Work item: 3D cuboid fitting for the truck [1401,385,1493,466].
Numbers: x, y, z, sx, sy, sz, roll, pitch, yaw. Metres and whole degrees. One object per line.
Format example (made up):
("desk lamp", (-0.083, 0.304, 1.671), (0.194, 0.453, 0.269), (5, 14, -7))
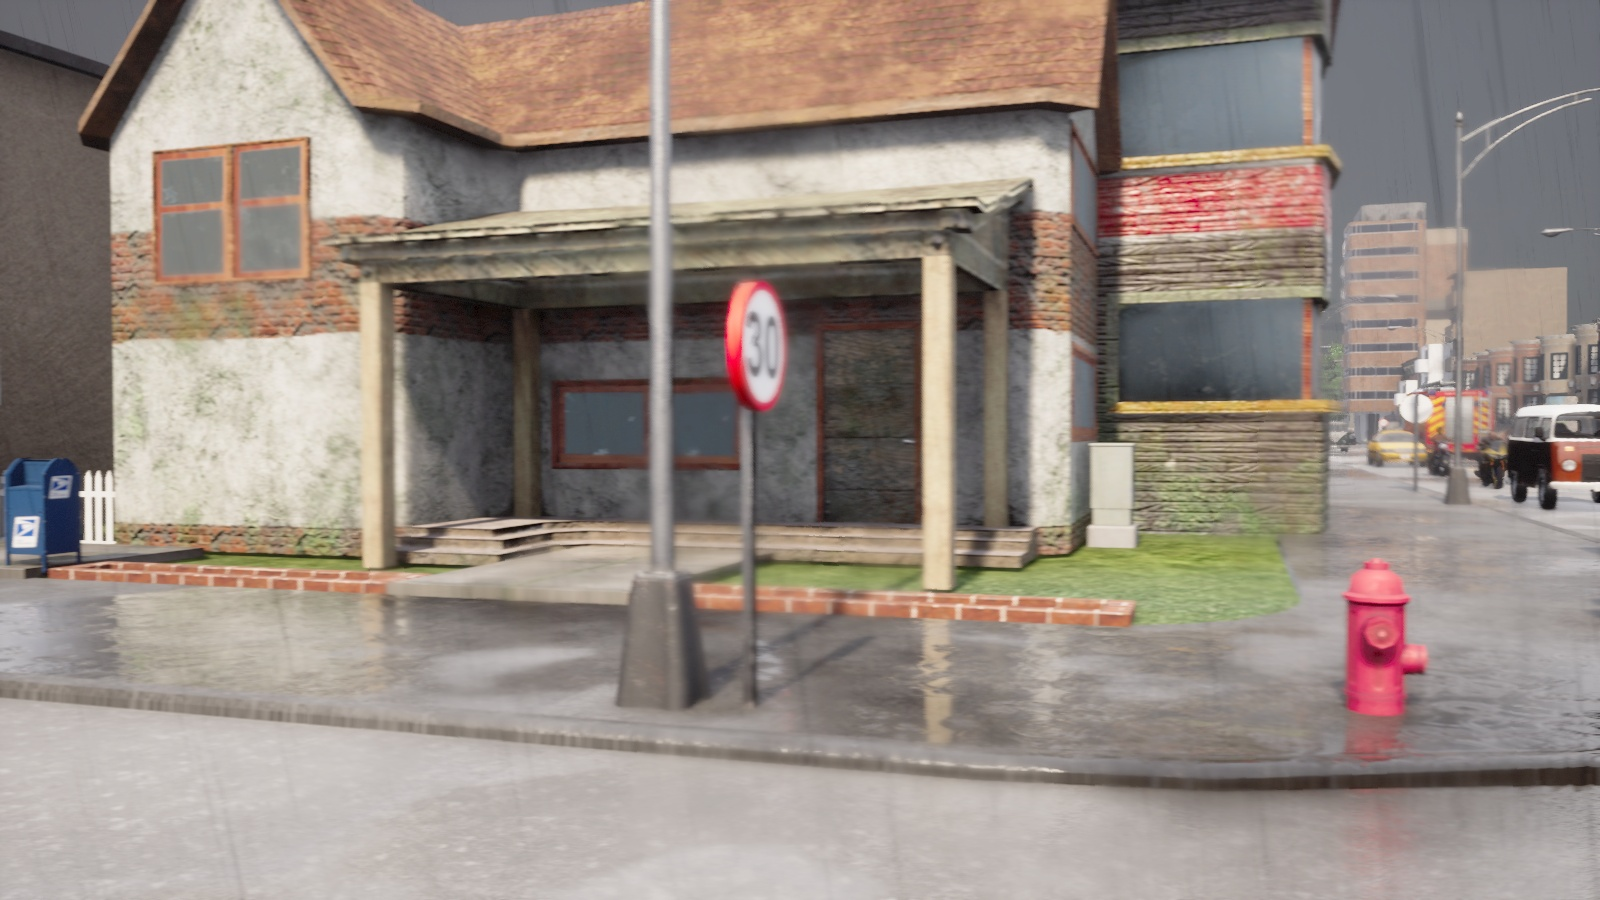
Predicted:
("truck", (32.709, -1.220, 63.809), (2.891, 3.827, 8.468), (1, 1, 19))

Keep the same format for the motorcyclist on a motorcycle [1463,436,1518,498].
("motorcyclist on a motorcycle", (17.929, 0.415, 32.636), (0.866, 1.530, 2.191), (1, 1, 19))

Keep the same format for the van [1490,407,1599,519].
("van", (15.336, 0.215, 24.966), (2.069, 2.038, 4.480), (1, 1, 19))

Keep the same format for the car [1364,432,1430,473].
("car", (24.064, 0.056, 50.769), (1.801, 1.575, 5.366), (1, 1, 19))

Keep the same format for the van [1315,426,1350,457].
("van", (34.217, -0.565, 80.773), (1.775, 1.987, 4.442), (1, 1, 19))

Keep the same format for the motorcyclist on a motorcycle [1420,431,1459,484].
("motorcyclist on a motorcycle", (20.539, 0.218, 40.352), (0.766, 1.649, 2.350), (1, 1, 19))
